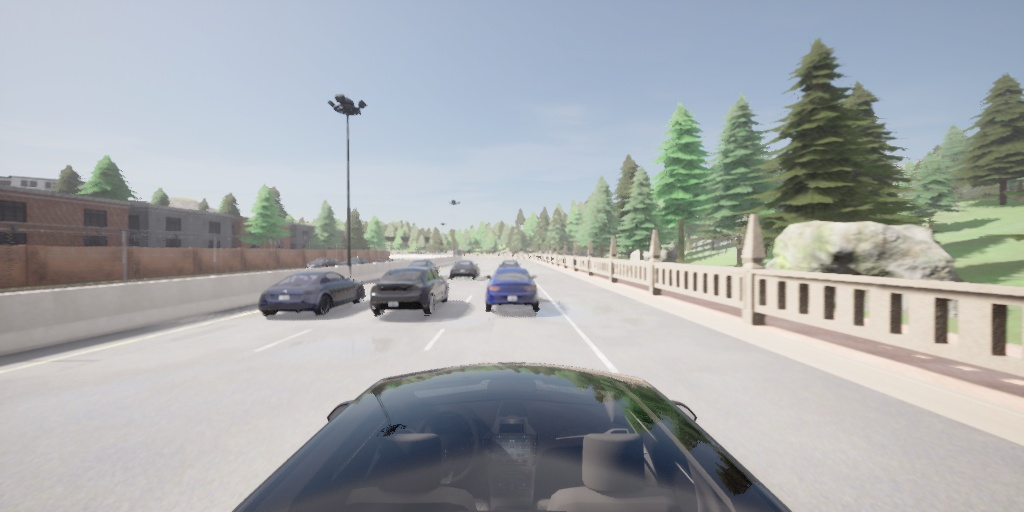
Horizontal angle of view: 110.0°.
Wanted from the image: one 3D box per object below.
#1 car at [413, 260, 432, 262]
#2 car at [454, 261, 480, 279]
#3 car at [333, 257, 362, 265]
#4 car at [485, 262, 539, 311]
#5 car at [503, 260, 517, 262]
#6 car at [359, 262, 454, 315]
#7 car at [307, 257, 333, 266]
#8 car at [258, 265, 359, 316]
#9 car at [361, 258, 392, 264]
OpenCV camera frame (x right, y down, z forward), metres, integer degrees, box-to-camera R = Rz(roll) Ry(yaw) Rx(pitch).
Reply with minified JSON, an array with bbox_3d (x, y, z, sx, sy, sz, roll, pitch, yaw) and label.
[{"bbox_3d":[-7.155,1.012,28.813,1.812,1.442,4.674,0,1,-1],"label":"car"},{"bbox_3d":[-3.645,1.037,28.321,1.994,1.385,4.181,0,1,0],"label":"car"},{"bbox_3d":[-17.934,0.916,40.664,1.837,1.490,4.892,0,1,0],"label":"car"},{"bbox_3d":[-0.015,1.144,13.606,1.812,1.442,4.674,0,1,-1],"label":"car"},{"bbox_3d":[-0.148,1.015,28.642,1.994,1.385,4.181,0,1,0],"label":"car"},{"bbox_3d":[-3.503,1.148,12.950,1.837,1.490,4.892,0,1,0],"label":"car"},{"bbox_3d":[-21.434,0.918,40.892,2.128,1.511,4.902,0,1,0],"label":"car"},{"bbox_3d":[-7.003,1.225,13.008,1.994,1.385,4.181,0,1,0],"label":"car"},{"bbox_3d":[-14.429,1.006,39.546,1.895,1.301,4.718,0,1,0],"label":"car"}]
